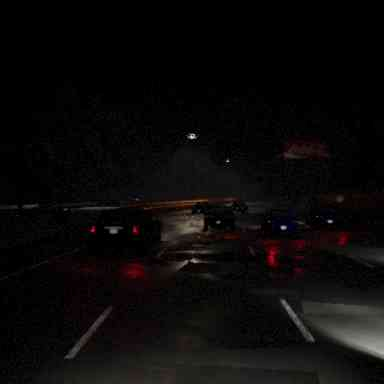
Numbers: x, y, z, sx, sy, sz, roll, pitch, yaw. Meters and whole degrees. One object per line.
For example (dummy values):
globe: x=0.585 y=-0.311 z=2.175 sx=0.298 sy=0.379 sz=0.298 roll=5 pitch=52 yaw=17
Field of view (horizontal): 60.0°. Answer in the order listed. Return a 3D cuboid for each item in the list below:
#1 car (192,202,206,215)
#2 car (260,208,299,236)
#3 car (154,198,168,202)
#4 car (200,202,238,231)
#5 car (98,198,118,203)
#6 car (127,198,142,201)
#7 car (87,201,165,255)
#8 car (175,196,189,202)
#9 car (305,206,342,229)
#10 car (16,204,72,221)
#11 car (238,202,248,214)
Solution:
car: x=1.244 y=1.793 z=36.670 sx=1.812 sy=1.442 sz=4.674 roll=0 pitch=0 yaw=13
car: x=5.056 y=1.688 z=19.522 sx=1.812 sy=1.442 sz=4.674 roll=0 pitch=0 yaw=8
car: x=-6.088 y=1.958 z=64.707 sx=2.128 sy=1.511 sz=4.902 roll=0 pitch=0 yaw=15
car: x=1.884 y=1.644 z=21.987 sx=1.882 sy=1.535 sz=5.008 roll=0 pitch=0 yaw=8
car: x=-14.819 y=1.848 z=59.075 sx=2.128 sy=1.511 sz=4.902 roll=0 pitch=0 yaw=15
car: x=-10.685 y=1.881 z=61.041 sx=2.128 sy=1.511 sz=4.902 roll=0 pitch=0 yaw=15
car: x=-2.619 y=1.441 z=14.002 sx=2.097 sy=1.767 sz=4.553 roll=0 pitch=0 yaw=5
car: x=-2.013 y=1.434 z=66.398 sx=2.097 sy=1.767 sz=4.553 roll=0 pitch=0 yaw=15
car: x=9.213 y=1.735 z=23.527 sx=1.812 sy=1.442 sz=4.674 roll=0 pitch=0 yaw=10
car: x=-11.742 y=1.687 z=26.837 sx=2.033 sy=1.411 sz=5.357 roll=0 pitch=0 yaw=10
car: x=5.657 y=1.858 z=39.955 sx=2.033 sy=1.411 sz=5.357 roll=0 pitch=0 yaw=14
